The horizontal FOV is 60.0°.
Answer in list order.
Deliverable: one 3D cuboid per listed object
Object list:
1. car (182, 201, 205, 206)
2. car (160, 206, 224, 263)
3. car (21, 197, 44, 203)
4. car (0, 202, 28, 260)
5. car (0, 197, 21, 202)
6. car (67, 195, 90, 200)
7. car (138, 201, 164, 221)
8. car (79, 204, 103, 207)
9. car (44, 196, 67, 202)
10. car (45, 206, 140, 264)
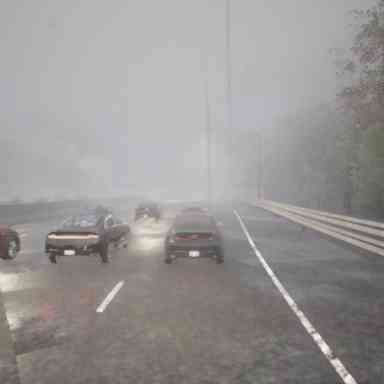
[{"bbox_3d":[0.092,1.514,27.969,1.812,1.442,4.674,0,0,0],"label":"car"},{"bbox_3d":[0.078,1.499,11.967,1.837,1.490,4.892,0,0,0],"label":"car"},{"bbox_3d":[-24.521,1.502,52.610,1.837,1.490,4.892,0,0,1],"label":"car"},{"bbox_3d":[-6.939,1.349,9.567,2.097,1.767,4.553,0,0,0],"label":"car"},{"bbox_3d":[-28.022,1.475,51.277,1.882,1.535,5.008,0,0,0],"label":"car"},{"bbox_3d":[-17.528,1.351,52.890,2.097,1.767,4.553,0,0,0],"label":"car"},{"bbox_3d":[-3.414,1.495,26.953,1.837,1.490,4.892,0,0,0],"label":"car"},{"bbox_3d":[-6.943,1.537,23.212,2.033,1.411,5.357,0,0,0],"label":"car"},{"bbox_3d":[-21.025,1.351,52.668,2.097,1.767,4.553,0,0,0],"label":"car"},{"bbox_3d":[-3.423,1.485,11.766,2.128,1.511,4.902,0,0,0],"label":"car"}]
